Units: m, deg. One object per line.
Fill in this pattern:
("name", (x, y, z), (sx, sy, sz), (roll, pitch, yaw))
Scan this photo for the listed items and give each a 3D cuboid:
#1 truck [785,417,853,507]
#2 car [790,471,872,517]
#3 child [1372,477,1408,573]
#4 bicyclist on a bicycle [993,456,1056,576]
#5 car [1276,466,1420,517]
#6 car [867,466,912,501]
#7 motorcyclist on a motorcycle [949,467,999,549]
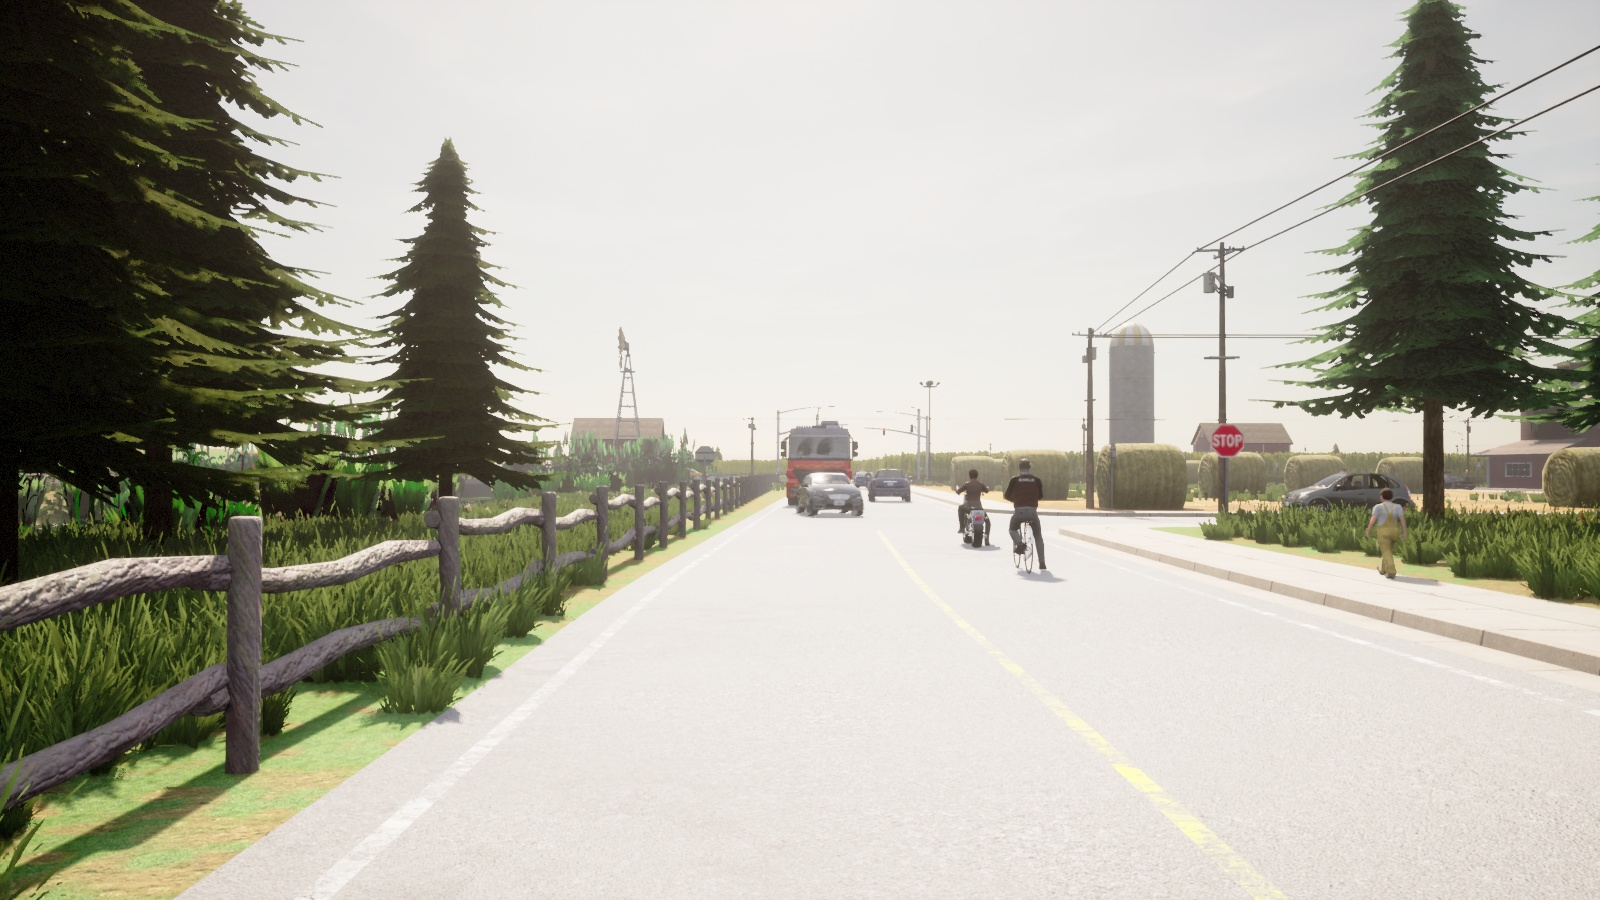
("truck", (0.925, 0.607, 57.812), (2.891, 3.827, 8.468), (0, -1, 1))
("car", (1.027, 1.503, 44.309), (2.128, 1.511, 4.902), (0, -1, -8))
("child", (7.918, 0.997, 16.857), (0.270, 1.263, 0.437), (0, -1, 1))
("bicyclist on a bicycle", (3.485, 0.992, 19.624), (0.659, 1.776, 1.843), (0, -1, 1))
("car", (18.218, 1.368, 41.865), (3.988, 1.617, 1.851), (0, -1, -1))
("car", (4.626, 1.745, 65.574), (2.097, 1.767, 4.553), (0, -1, 1))
("motorcyclist on a motorcycle", (3.640, 1.186, 26.453), (0.766, 1.649, 2.350), (0, -1, 1))
